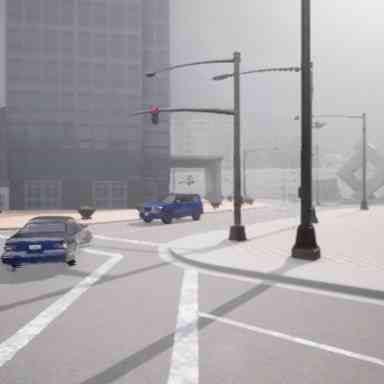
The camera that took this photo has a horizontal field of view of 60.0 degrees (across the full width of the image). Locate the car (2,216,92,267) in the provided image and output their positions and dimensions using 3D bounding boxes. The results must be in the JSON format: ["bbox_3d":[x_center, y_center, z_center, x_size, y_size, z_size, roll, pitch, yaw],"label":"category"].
[{"bbox_3d":[-4.710,1.519,11.390,2.033,1.411,5.357,-1,0,-12],"label":"car"}]

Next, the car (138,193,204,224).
[{"bbox_3d":[-1.357,1.117,24.221,2.150,2.045,5.566,0,0,37],"label":"car"}]
